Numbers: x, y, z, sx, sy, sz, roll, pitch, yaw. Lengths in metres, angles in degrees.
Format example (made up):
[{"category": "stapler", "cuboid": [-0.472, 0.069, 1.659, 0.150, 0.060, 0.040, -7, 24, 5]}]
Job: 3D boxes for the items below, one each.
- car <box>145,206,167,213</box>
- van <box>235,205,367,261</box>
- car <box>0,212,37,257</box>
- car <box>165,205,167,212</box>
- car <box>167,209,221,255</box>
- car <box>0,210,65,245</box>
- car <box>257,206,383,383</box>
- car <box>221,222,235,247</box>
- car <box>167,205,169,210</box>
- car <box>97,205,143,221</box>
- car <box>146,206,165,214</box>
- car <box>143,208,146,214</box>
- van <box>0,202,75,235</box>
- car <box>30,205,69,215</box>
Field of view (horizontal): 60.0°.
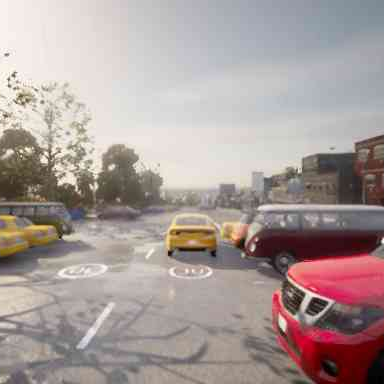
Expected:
[{"category": "car", "cuboid": [-8.148, 3.937, 74.866, 4.674, 1.452, 2.002, 0, -2, 0]}, {"category": "van", "cuboid": [3.776, 1.388, 10.329, 4.442, 1.987, 1.878, 0, -1, 0]}, {"category": "car", "cuboid": [-8.564, 1.631, 11.456, 5.366, 1.575, 1.946, 0, -1, 0]}, {"category": "car", "cuboid": [-8.192, 3.644, 68.450, 4.892, 1.521, 2.231, 0, -2, 0]}, {"category": "car", "cuboid": [-0.050, 1.688, 14.319, 1.882, 1.535, 5.008, 0, -1, -1]}, {"category": "car", "cuboid": [-8.567, 1.685, 14.116, 5.366, 1.575, 1.946, 0, -1, 0]}, {"category": "car", "cuboid": [3.879, 1.269, 4.138, 5.566, 2.045, 2.435, 0, -1, 0]}, {"category": "car", "cuboid": [4.068, 1.731, 16.279, 5.366, 1.575, 1.946, 0, -1, 0]}, {"category": "car", "cuboid": [-8.179, 3.772, 71.721, 5.008, 1.535, 2.097, 0, -2, 0]}, {"category": "car", "cuboid": [-8.383, 2.469, 37.692, 4.674, 1.452, 2.002, 0, -2, 0]}, {"category": "car", "cuboid": [-8.219, 3.554, 65.176, 4.674, 1.452, 2.002, 0, -2, 0]}, {"category": "car", "cuboid": [-8.433, 2.427, 40.866, 4.553, 1.767, 2.185, 0, -2, 0]}, {"category": "van", "cuboid": [-8.268, 1.524, 16.915, 4.442, 1.987, 1.878, 0, -1, 0]}, {"category": "car", "cuboid": [-22.486, 2.774, 52.585, 5.357, 1.411, 2.033, 1, 0, 0]}]
